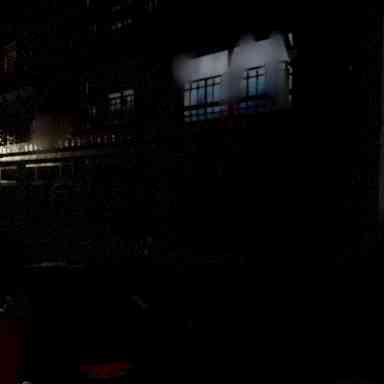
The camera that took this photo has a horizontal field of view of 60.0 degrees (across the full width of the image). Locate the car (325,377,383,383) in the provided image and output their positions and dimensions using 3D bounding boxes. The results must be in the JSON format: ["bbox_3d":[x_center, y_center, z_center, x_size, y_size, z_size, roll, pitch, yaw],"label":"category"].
[{"bbox_3d":[2.583,1.548,1.032,4.829,1.417,1.752,1,1,35],"label":"car"}]

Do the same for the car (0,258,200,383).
[{"bbox_3d":[-1.863,1.527,4.203,4.206,1.307,1.802,1,1,36],"label":"car"}]
